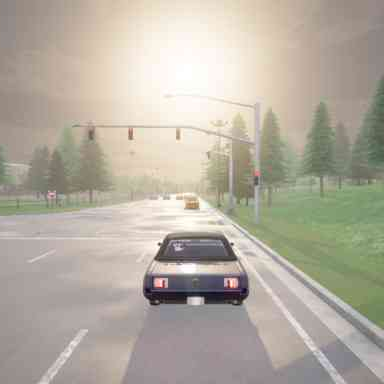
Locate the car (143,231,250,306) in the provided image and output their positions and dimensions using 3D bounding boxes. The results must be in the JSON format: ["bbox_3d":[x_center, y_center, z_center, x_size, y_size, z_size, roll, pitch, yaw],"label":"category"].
[{"bbox_3d":[0.088,1.600,7.982,1.895,1.301,4.718,0,0,0],"label":"car"}]

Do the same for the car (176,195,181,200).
[{"bbox_3d":[-3.393,1.545,91.107,1.994,1.385,4.181,0,0,0],"label":"car"}]

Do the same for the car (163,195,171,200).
[{"bbox_3d":[-6.893,1.532,91.111,2.033,1.411,5.357,0,0,0],"label":"car"}]

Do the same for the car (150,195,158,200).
[{"bbox_3d":[-10.393,1.532,91.115,2.033,1.411,5.357,0,0,0],"label":"car"}]

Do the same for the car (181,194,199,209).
[{"bbox_3d":[-0.107,1.098,46.083,1.882,1.535,5.008,-3,16,-5],"label":"car"}]

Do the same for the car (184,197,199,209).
[{"bbox_3d":[-0.060,1.572,49.650,2.033,1.411,5.357,0,1,2],"label":"car"}]
